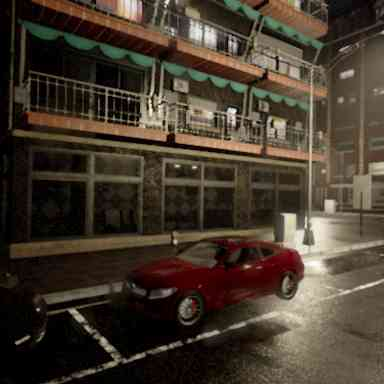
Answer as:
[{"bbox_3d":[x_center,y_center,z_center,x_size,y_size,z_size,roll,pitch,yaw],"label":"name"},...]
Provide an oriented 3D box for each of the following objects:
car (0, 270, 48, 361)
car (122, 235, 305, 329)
[{"bbox_3d":[-3.983,1.543,3.662,4.403,1.369,2.008,0,1,-35],"label":"car"},{"bbox_3d":[0.647,1.608,6.960,4.206,1.307,1.802,0,1,-35],"label":"car"}]
